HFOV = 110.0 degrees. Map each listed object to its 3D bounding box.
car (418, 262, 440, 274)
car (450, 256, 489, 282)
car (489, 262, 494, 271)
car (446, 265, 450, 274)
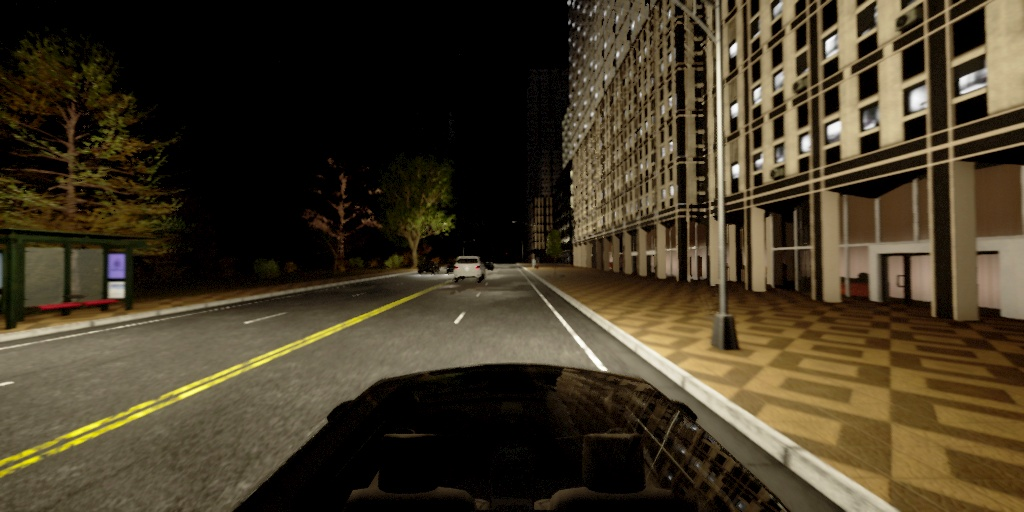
[{"bbox_3d":[-10.145,1.470,44.220,2.033,1.411,5.357,0,0,0],"label":"car"},{"bbox_3d":[-3.400,1.040,29.647,2.150,2.045,5.566,0,0,-1],"label":"car"},{"bbox_3d":[-3.624,1.524,53.334,1.895,1.301,4.718,0,0,-1],"label":"car"},{"bbox_3d":[-6.895,1.409,44.144,1.837,1.490,4.892,0,-1,0],"label":"car"}]
